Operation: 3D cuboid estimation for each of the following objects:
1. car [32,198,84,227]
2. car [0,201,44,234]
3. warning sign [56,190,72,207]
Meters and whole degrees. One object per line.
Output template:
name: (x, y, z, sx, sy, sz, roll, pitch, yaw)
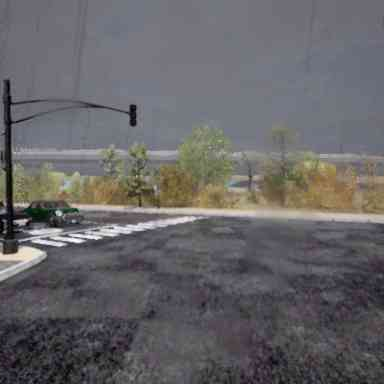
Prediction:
car: (-9.385, 1.298, 22.547, 4.553, 1.767, 2.097, 0, 2, 35)
car: (-11.502, 1.563, 20.072, 4.902, 1.511, 2.128, 0, 2, 35)
warning sign: (-14.616, 0.724, 37.894, 1.060, 1.860, 1.300, 2, 2, 35)
